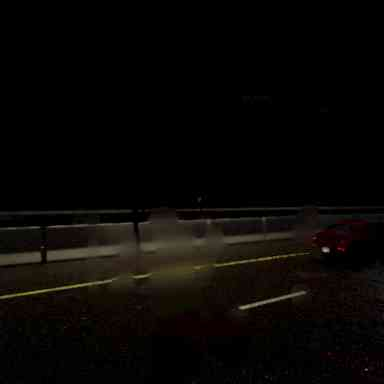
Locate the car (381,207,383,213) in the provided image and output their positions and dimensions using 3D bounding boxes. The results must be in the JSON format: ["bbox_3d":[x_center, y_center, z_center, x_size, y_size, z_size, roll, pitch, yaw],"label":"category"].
[{"bbox_3d":[28.411,2.331,46.252,4.181,1.385,1.994,1,-1,-20],"label":"car"}]

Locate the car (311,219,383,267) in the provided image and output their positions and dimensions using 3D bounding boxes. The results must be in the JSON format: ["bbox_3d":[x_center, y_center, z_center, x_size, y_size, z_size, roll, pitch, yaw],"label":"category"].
[{"bbox_3d":[6.329,1.719,12.083,4.674,1.442,1.812,1,-1,-32],"label":"car"}]
